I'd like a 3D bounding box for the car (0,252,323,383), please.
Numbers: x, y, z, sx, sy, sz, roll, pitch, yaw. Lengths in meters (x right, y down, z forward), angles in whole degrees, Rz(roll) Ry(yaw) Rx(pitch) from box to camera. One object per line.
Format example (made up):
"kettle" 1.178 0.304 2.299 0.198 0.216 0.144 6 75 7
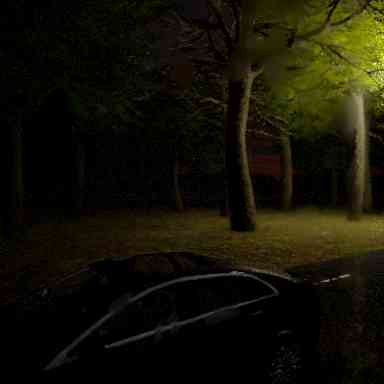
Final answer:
"car" -0.623 1.494 3.546 4.902 1.511 2.128 0 0 -35
